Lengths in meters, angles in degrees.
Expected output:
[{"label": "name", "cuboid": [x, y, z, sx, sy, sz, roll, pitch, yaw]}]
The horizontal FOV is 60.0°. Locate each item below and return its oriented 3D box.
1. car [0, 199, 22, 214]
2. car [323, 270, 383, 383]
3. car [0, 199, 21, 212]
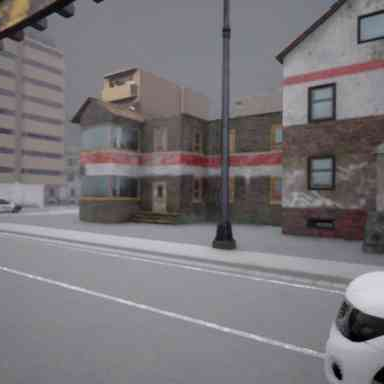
[{"label": "car", "cuboid": [-19.985, 1.499, 34.031, 2.038, 1.542, 4.974, 1, 0, 15]}, {"label": "car", "cuboid": [4.006, 1.284, 2.467, 5.566, 2.045, 2.150, 0, -1, 35]}, {"label": "car", "cuboid": [-19.970, 1.342, 34.082, 1.853, 1.218, 4.536, 1, 0, 15]}]
